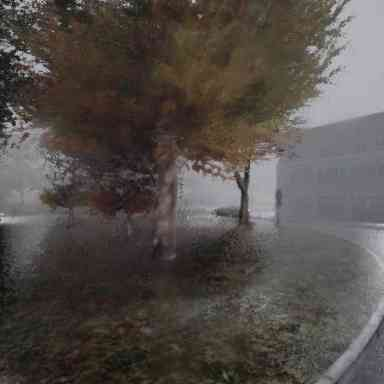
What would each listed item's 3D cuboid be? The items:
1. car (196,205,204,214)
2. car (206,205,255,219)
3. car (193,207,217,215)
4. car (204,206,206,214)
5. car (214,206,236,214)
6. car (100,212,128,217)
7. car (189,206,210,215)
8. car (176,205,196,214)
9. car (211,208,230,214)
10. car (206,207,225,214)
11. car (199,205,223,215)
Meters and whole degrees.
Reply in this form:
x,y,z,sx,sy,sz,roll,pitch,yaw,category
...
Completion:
x,y,z,sx,sy,sz,roll,pitch,yaw,category
-0.964,3.650,69.838,5.566,2.045,2.435,1,-3,7,car
4.040,2.174,35.628,2.128,1.511,4.902,4,-2,-29,car
2.973,4.412,77.740,5.366,1.575,1.946,1,-2,8,car
0.453,3.826,72.479,5.566,2.045,2.435,1,-3,7,car
8.765,4.742,88.203,5.566,2.045,2.435,1,-2,9,car
-11.532,2.470,46.898,5.566,2.045,2.150,0,-3,8,car
1.755,4.125,75.108,4.553,1.767,2.185,1,-3,7,car
-2.287,3.728,67.178,4.892,1.521,2.231,1,-3,7,car
7.335,4.894,85.585,4.792,1.488,2.163,1,-2,8,car
5.986,4.602,82.972,4.553,1.767,2.185,1,-2,8,car
4.587,4.328,80.363,5.566,2.045,2.435,1,-3,8,car
